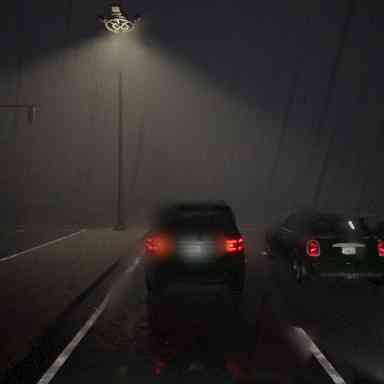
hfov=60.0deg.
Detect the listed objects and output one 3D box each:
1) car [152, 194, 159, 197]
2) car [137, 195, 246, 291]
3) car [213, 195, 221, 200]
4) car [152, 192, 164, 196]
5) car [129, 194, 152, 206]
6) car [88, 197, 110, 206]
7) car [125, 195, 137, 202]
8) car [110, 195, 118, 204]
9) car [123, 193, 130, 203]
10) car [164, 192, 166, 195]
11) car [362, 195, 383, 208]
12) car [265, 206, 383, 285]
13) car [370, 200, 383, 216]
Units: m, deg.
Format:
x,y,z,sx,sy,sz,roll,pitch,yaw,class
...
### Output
x,y,z,sx,sy,sz,roll,pitch,yaw,class
-8.108,1.547,63.181,2.033,1.411,5.357,0,0,0,car
0.072,1.221,9.116,2.150,2.045,5.566,0,0,0,car
7.164,1.552,95.117,1.994,1.385,4.181,0,0,1,car
-8.063,1.225,73.897,2.150,2.045,5.566,0,0,0,car
-8.138,1.491,53.230,2.128,1.511,4.902,0,0,0,car
-15.135,1.563,53.287,1.994,1.385,4.181,0,0,0,car
-15.061,1.524,82.036,2.128,1.511,4.902,0,0,0,car
-15.108,1.600,62.040,1.895,1.301,4.718,0,0,0,car
-15.062,1.225,71.936,2.150,2.045,5.566,0,0,0,car
-7.969,0.958,89.676,2.150,2.045,5.566,0,0,1,car
7.070,1.221,8.809,2.150,2.045,5.566,0,0,0,car
3.571,1.352,9.684,2.097,1.767,4.553,0,0,0,car
20.708,1.547,32.588,5.357,1.411,2.033,0,0,1,car
